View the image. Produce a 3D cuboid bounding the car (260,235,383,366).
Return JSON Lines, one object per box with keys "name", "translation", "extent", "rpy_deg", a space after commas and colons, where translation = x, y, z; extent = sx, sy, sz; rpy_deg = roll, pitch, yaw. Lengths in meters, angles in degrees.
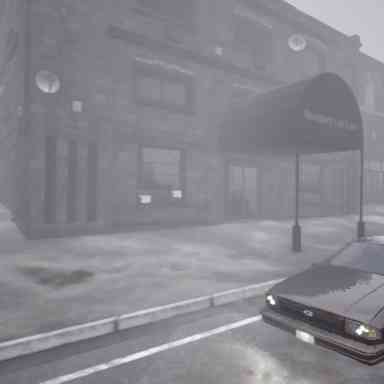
{"name": "car", "translation": [3.676, 1.546, 5.999], "extent": [5.357, 1.411, 2.033], "rpy_deg": [0, 0, -36]}
